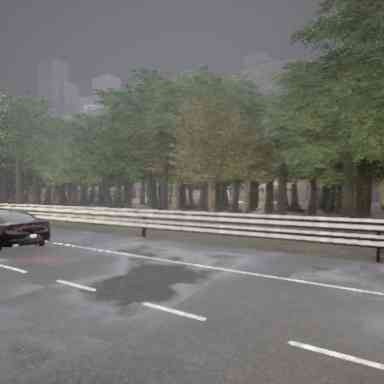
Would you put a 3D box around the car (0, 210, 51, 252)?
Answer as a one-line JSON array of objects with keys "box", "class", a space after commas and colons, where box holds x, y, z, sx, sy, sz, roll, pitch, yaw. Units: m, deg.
[{"box": [-7.926, 1.498, 13.833, 5.008, 1.535, 1.882, 0, 0, 36], "class": "car"}]
